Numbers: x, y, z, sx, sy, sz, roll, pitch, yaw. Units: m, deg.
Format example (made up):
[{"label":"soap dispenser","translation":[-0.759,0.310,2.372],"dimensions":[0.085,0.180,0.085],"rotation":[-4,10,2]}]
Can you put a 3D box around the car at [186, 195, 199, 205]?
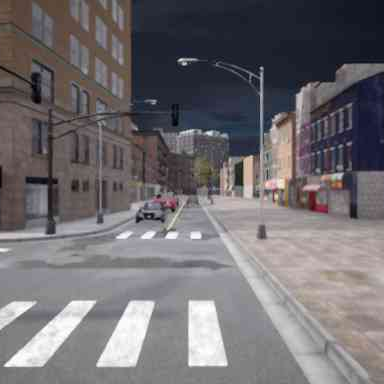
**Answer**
[{"label":"car","translation":[0.092,1.224,51.377],"dimensions":[2.128,1.511,4.902],"rotation":[0,0,0]}]

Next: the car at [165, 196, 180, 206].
[{"label":"car","translation":[-2.837,1.288,49.432],"dimensions":[2.033,1.411,5.357],"rotation":[0,0,0]}]

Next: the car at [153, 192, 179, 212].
[{"label":"car","translation":[-2.853,1.032,35.475],"dimensions":[2.150,2.045,5.566],"rotation":[0,0,0]}]

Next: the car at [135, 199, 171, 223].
[{"label":"car","translation":[-2.854,1.434,24.090],"dimensions":[1.994,1.385,4.181],"rotation":[0,0,0]}]
